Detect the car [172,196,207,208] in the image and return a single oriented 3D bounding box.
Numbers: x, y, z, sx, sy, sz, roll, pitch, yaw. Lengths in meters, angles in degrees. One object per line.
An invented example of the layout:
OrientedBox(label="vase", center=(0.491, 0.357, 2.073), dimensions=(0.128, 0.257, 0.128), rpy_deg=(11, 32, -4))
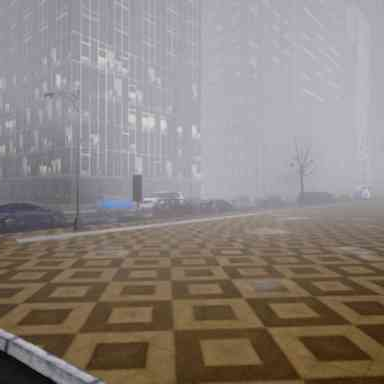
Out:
OrientedBox(label="car", center=(-0.275, 1.198, 41.390), dimensions=(1.887, 1.381, 4.507), rpy_deg=(1, 1, 41))

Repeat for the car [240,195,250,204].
OrientedBox(label="car", center=(7.132, 1.128, 50.023), dimensions=(1.947, 1.339, 4.313), rpy_deg=(1, 1, 41))

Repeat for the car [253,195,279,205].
OrientedBox(label="car", center=(11.300, 1.149, 50.765), dimensions=(1.895, 1.301, 4.718), rpy_deg=(0, 1, 41))

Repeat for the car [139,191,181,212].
OrientedBox(label="car", center=(-3.181, 0.947, 34.009), dimensions=(2.150, 2.045, 5.566), rpy_deg=(0, 1, 41))

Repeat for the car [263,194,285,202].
OrientedBox(label="car", center=(14.536, 1.037, 58.664), dimensions=(1.947, 1.339, 4.313), rpy_deg=(1, 1, 41))

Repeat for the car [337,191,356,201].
OrientedBox(label="car", center=(28.400, 0.946, 61.965), dimensions=(1.752, 1.417, 4.829), rpy_deg=(1, 1, 41))

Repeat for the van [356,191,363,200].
OrientedBox(label="van", center=(35.693, 0.672, 70.474), dimensions=(1.690, 1.788, 3.998), rpy_deg=(1, 1, 41))

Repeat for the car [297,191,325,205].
OrientedBox(label="car", center=(17.187, 0.873, 48.873), dimensions=(2.192, 1.841, 5.009), rpy_deg=(1, 1, 41))

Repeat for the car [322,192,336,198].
OrientedBox(label="car", center=(33.042, 0.811, 80.266), dimensions=(1.947, 1.339, 4.313), rpy_deg=(1, 1, 41))

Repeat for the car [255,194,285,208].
OrientedBox(label="car", center=(9.784, 1.231, 40.237), dimensions=(1.802, 1.307, 4.206), rpy_deg=(1, 1, 41))

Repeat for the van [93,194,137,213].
OrientedBox(label="van", center=(-7.761, 1.085, 32.820), dimensions=(1.690, 1.788, 3.998), rpy_deg=(1, 1, 41))

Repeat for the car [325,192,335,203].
OrientedBox(label="car", center=(20.888, 0.827, 53.193), dimensions=(2.192, 1.841, 5.009), rpy_deg=(1, 1, 41))

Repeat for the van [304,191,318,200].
OrientedBox(label="van", center=(25.640, 0.676, 71.621), dimensions=(1.690, 1.788, 3.998), rpy_deg=(1, 1, 41))

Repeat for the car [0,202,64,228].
OrientedBox(label="car", center=(-10.409, 1.384, 20.903), dimensions=(1.812, 1.442, 4.674), rpy_deg=(0, 0, 40))

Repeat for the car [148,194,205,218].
OrientedBox(label="car", center=(-1.225, 1.226, 27.196), dimensions=(1.967, 1.590, 4.097), rpy_deg=(1, 1, 41))

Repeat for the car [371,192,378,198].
OrientedBox(label="car", center=(43.122, 0.695, 79.681), dimensions=(1.801, 1.575, 5.366), rpy_deg=(0, 1, 41))

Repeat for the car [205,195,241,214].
OrientedBox(label="car", center=(2.432, 1.306, 31.554), dimensions=(1.947, 1.339, 4.313), rpy_deg=(1, 1, 41))
